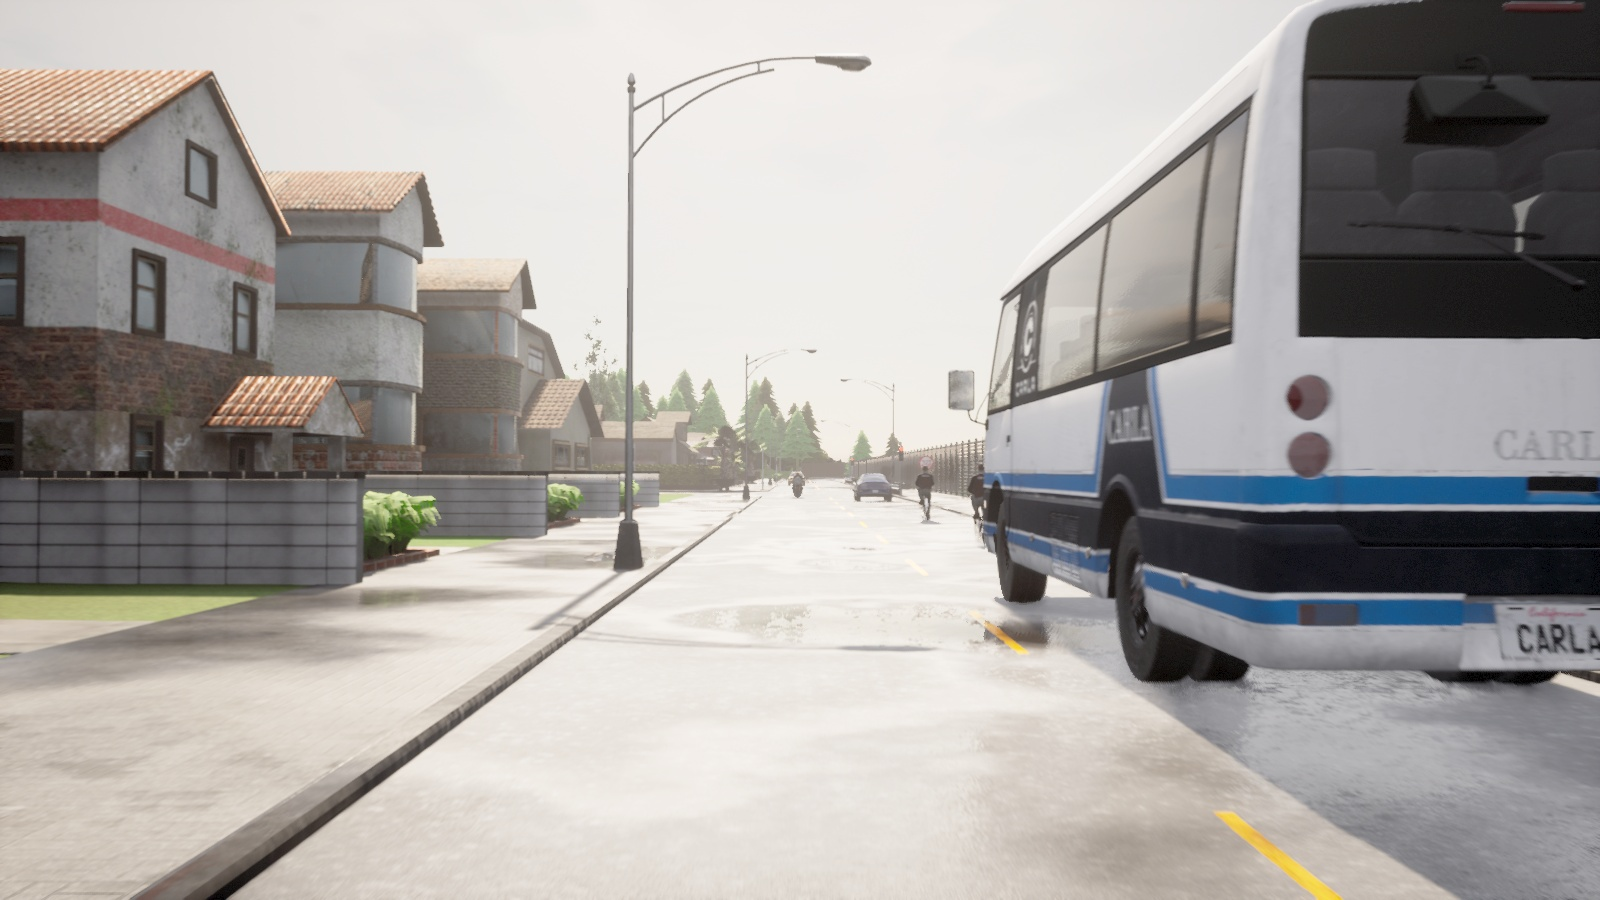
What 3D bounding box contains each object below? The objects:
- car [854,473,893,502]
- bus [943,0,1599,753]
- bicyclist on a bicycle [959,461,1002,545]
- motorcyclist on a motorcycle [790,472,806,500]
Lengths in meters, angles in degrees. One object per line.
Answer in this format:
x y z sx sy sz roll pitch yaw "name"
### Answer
3.837 1.933 66.185 1.812 1.442 4.674 0 -1 0 "car"
3.965 -0.375 12.121 3.944 4.253 10.273 0 -1 0 "bus"
3.933 1.129 27.424 0.659 1.776 1.843 0 -1 0 "bicyclist on a bicycle"
-0.126 2.061 72.310 0.866 1.530 2.191 0 -1 1 "motorcyclist on a motorcycle"
